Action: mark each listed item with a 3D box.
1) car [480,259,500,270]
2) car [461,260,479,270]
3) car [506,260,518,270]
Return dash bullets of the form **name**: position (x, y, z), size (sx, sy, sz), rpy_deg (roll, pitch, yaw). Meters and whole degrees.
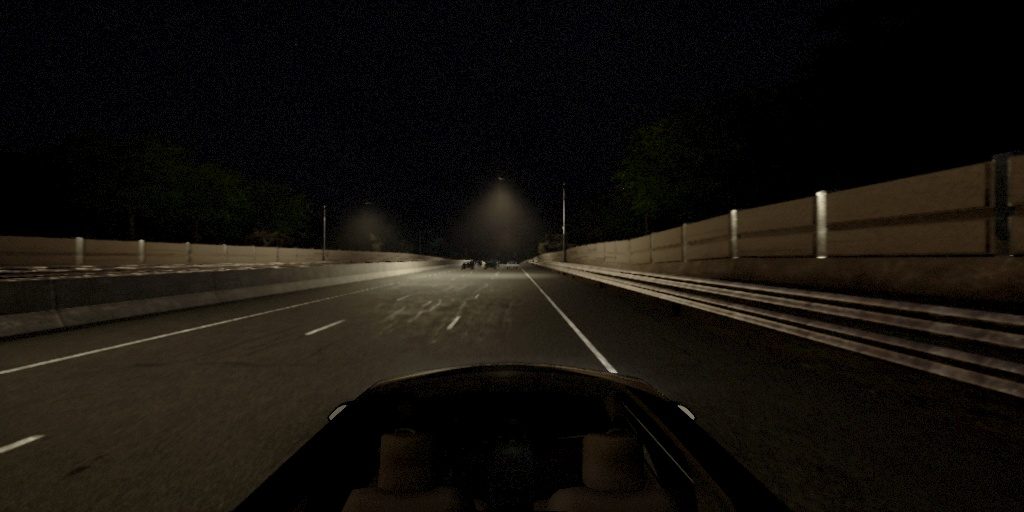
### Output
- **car**: position (-3.523, 1.454, 58.729), size (2.128, 1.511, 4.902), rpy_deg (0, 0, 0)
- **car**: position (-7.023, 1.449, 57.894), size (2.128, 1.511, 4.902), rpy_deg (0, 0, 0)
- **car**: position (-0.023, 1.565, 59.177), size (1.895, 1.301, 4.718), rpy_deg (0, 0, 0)
